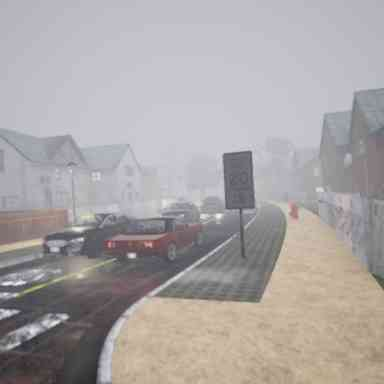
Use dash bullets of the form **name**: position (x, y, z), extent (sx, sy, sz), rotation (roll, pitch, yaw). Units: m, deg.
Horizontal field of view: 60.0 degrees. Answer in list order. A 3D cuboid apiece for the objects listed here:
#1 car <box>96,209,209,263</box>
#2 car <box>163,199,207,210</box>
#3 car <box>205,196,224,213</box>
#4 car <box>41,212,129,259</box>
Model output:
- **car**: position (-1.058, 1.521, 11.647), extent (1.895, 1.301, 4.718), rotation (-3, 0, 18)
- **car**: position (-0.775, 1.479, 22.984), extent (2.128, 1.511, 4.902), rotation (-3, 0, 15)
- **car**: position (2.117, 1.255, 35.376), extent (2.097, 1.767, 4.553), rotation (-3, -1, 11)
- **car**: position (-3.706, 1.573, 13.054), extent (2.128, 1.511, 4.902), rotation (-3, -1, 17)
